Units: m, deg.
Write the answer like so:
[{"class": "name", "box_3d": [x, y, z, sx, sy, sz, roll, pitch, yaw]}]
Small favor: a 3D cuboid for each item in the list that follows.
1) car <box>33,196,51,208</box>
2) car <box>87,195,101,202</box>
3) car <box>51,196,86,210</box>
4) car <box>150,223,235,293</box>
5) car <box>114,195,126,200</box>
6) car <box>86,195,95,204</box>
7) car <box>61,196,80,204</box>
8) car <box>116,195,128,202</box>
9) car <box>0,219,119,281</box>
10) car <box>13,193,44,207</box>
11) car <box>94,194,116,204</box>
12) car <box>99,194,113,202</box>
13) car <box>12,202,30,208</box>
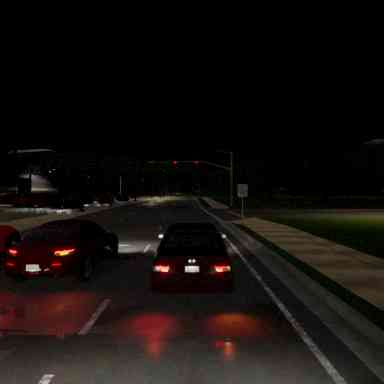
[{"class": "car", "box_3d": [-20.140, 1.601, 47.391, 1.895, 1.301, 4.718, 0, 0, 4]}, {"class": "car", "box_3d": [-23.268, 1.500, 78.880, 1.837, 1.490, 4.892, 0, 0, 0]}, {"class": "car", "box_3d": [-16.192, 1.547, 44.007, 2.033, 1.411, 5.357, 0, 0, -1]}, {"class": "car", "box_3d": [0.007, 1.547, 8.991, 2.033, 1.411, 5.357, 0, 0, 0]}, {"class": "car", "box_3d": [-19.765, 1.448, 91.772, 2.033, 1.411, 5.357, 0, 0, 0]}, {"class": "car", "box_3d": [-19.815, 1.564, 62.004, 1.994, 1.385, 4.181, 0, 0, 1]}, {"class": "car", "box_3d": [-23.283, 1.525, 64.011, 1.812, 1.442, 4.674, 0, 0, 0]}, {"class": "car", "box_3d": [-16.268, 1.540, 78.335, 2.033, 1.411, 5.357, 0, 0, 0]}, {"class": "car", "box_3d": [-3.496, 1.526, 9.702, 1.812, 1.442, 4.674, 0, 0, 1]}, {"class": "car", "box_3d": [-23.751, 1.223, 48.802, 2.150, 2.045, 5.566, 1, 0, 9]}, {"class": "car", "box_3d": [-16.314, 1.477, 62.719, 1.882, 1.535, 5.008, 0, 0, 1]}, {"class": "car", "box_3d": [-19.768, 1.355, 76.634, 2.097, 1.767, 4.553, 0, 0, 0]}, {"class": "car", "box_3d": [-6.990, 1.352, 9.755, 2.097, 1.767, 4.553, 0, 0, 0]}]
